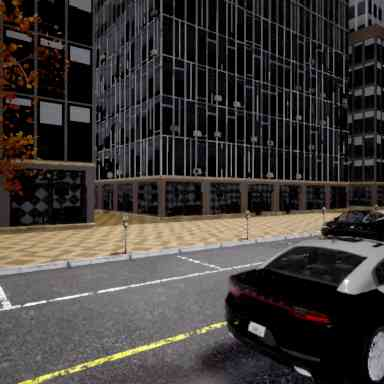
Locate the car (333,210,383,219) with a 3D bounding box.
[{"bbox_3d":[8.140,1.563,16.226,4.313,1.339,1.947,0,0,-36],"label":"car"}]

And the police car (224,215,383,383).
[{"bbox_3d":[2.877,1.424,5.486,5.238,1.638,1.930,0,0,-35],"label":"police car"}]
